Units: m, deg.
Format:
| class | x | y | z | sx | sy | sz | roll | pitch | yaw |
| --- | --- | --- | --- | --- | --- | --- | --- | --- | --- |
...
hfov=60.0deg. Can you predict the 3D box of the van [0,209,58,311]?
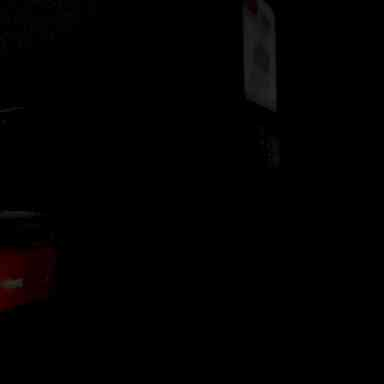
| class | x | y | z | sx | sy | sz | roll | pitch | yaw |
| --- | --- | --- | --- | --- | --- | --- | --- | --- | --- |
| van | -4.803 | 1.330 | 6.961 | 4.442 | 1.987 | 1.878 | -1 | 0 | 36 |
